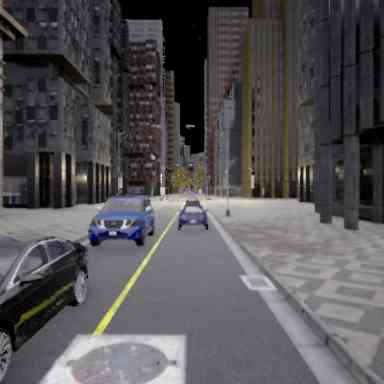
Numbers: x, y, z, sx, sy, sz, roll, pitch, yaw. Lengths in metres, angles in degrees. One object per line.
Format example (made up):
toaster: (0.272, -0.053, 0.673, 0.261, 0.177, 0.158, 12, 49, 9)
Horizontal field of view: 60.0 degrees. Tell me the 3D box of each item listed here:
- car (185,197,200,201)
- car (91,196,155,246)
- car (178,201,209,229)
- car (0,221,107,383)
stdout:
car: (0.098, 1.436, 44.422, 1.882, 1.535, 5.008, 0, 0, 0)
car: (-3.009, 1.208, 15.489, 2.150, 2.045, 5.566, 0, 0, 1)
car: (0.080, 1.509, 21.161, 1.812, 1.442, 4.674, 0, 0, 0)
car: (-3.087, 1.489, 5.204, 2.128, 1.511, 4.902, 0, 0, 0)
